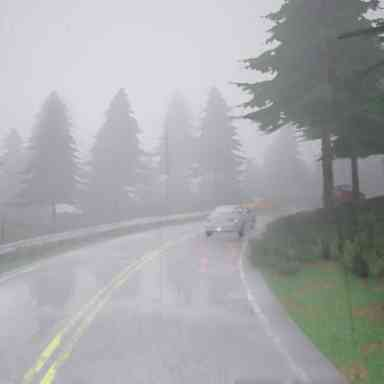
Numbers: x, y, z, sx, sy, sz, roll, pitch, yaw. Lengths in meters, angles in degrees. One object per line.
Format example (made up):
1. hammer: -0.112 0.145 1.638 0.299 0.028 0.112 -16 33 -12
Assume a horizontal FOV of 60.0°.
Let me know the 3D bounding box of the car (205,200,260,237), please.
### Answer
1. car: 2.015 1.393 17.095 1.812 1.442 4.674 -3 0 21

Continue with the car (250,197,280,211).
1. car: 5.705 1.239 28.917 1.882 1.535 5.008 -6 -2 44

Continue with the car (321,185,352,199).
1. car: 14.848 0.342 32.683 5.566 2.045 2.150 -3 -2 -40
